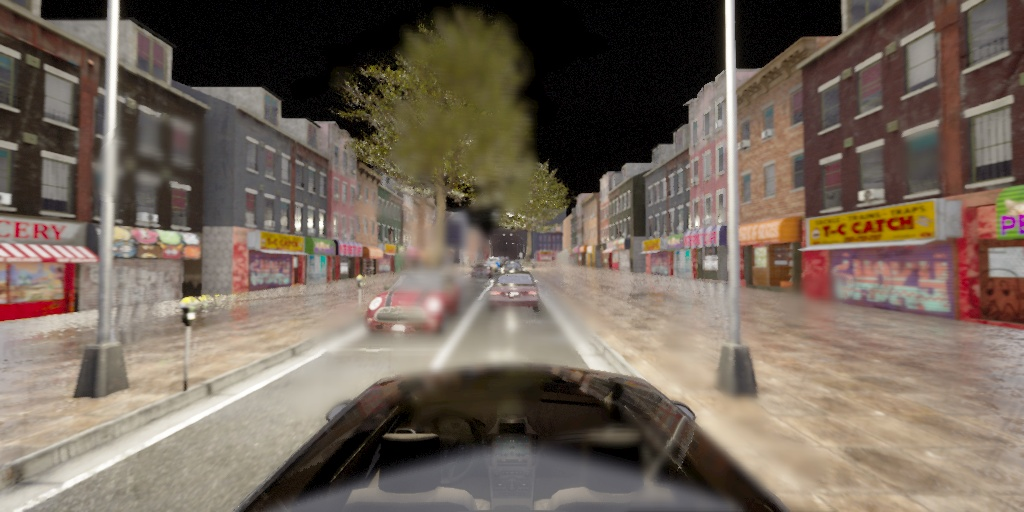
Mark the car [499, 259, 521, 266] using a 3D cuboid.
[{"bbox_3d":[0.116,1.257,34.653,2.033,1.411,5.357,0,0,0],"label":"car"}]

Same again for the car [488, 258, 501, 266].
[{"bbox_3d":[-2.617,1.231,43.447,1.751,1.417,4.829,0,0,0],"label":"car"}]

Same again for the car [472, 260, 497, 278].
[{"bbox_3d":[-2.622,1.293,32.547,1.802,1.307,4.207,0,0,0],"label":"car"}]

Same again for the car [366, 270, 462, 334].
[{"bbox_3d":[-2.632,1.176,10.407,1.967,1.591,4.097,0,0,0],"label":"car"}]

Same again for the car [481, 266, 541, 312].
[{"bbox_3d":[0.106,1.278,14.106,2.033,1.411,5.357,0,0,0],"label":"car"}]

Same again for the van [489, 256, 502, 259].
[{"bbox_3d":[-2.614,1.045,49.151,1.690,1.789,3.998,0,0,0],"label":"van"}]
